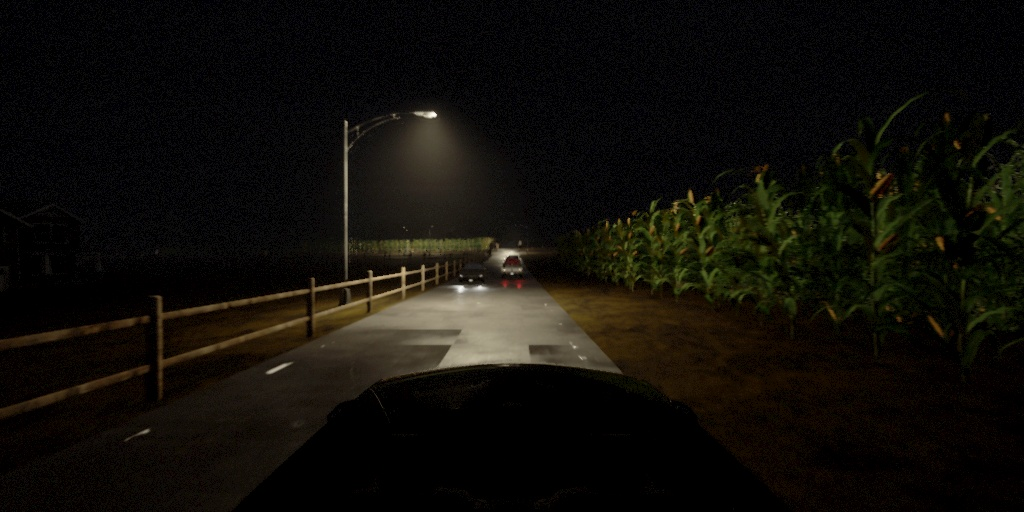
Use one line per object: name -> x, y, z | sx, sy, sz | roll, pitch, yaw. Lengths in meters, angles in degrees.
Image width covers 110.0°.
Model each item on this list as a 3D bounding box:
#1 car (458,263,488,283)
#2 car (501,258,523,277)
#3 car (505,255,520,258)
car -> -2.745, 1.204, 26.564 | 2.033, 1.411, 5.357 | 0, 1, 0
car -> 0.018, 1.139, 31.685 | 1.895, 1.301, 4.718 | 0, 1, 1
car -> 0.077, 0.601, 48.245 | 1.882, 1.535, 5.008 | 0, 2, 0
